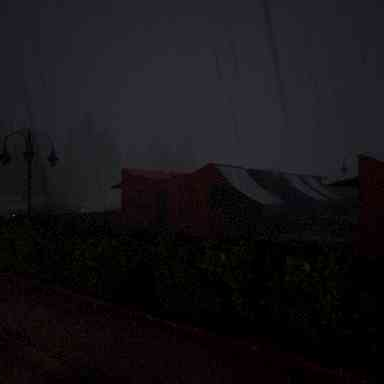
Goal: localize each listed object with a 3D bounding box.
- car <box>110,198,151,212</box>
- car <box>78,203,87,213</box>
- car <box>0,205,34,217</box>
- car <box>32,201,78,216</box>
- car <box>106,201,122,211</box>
[{"bbox_3d":[-7.433,1.532,40.645,1.882,1.535,5.008,0,0,36],"label":"car"},{"bbox_3d":[-12.710,1.618,33.366,1.994,1.385,4.181,0,0,36],"label":"car"},{"bbox_3d":[-11.134,1.582,17.311,1.812,1.442,4.674,0,0,36],"label":"car"},{"bbox_3d":[-12.427,1.559,27.798,1.837,1.490,4.892,0,0,36],"label":"car"},{"bbox_3d":[-6.852,1.532,35.487,1.882,1.535,5.008,0,0,36],"label":"car"}]
